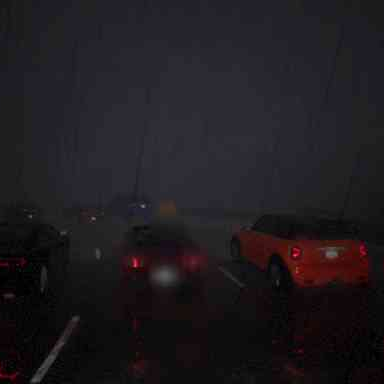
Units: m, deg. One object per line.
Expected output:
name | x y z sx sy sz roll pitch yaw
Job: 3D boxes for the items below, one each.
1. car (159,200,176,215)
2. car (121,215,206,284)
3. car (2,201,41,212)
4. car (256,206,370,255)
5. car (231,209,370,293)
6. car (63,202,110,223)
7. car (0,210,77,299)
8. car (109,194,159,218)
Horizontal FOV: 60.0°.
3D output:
car | -3.409 1.399 29.873 1.882 1.535 5.008 0 0 -38
car | -1.012 1.576 9.596 1.895 1.301 4.718 0 0 -11
car | -12.699 1.417 24.706 1.837 1.490 4.892 1 -1 -41
car | 4.881 1.469 14.389 2.128 1.511 4.902 0 0 -16
car | 2.590 1.336 9.121 2.097 1.767 4.553 0 0 -10
car | -8.068 1.524 24.610 1.895 1.301 4.718 0 0 -36
car | -4.343 1.448 8.333 1.882 1.535 5.008 0 0 -10
car | -5.210 1.146 26.671 2.150 2.045 5.566 0 0 -37
